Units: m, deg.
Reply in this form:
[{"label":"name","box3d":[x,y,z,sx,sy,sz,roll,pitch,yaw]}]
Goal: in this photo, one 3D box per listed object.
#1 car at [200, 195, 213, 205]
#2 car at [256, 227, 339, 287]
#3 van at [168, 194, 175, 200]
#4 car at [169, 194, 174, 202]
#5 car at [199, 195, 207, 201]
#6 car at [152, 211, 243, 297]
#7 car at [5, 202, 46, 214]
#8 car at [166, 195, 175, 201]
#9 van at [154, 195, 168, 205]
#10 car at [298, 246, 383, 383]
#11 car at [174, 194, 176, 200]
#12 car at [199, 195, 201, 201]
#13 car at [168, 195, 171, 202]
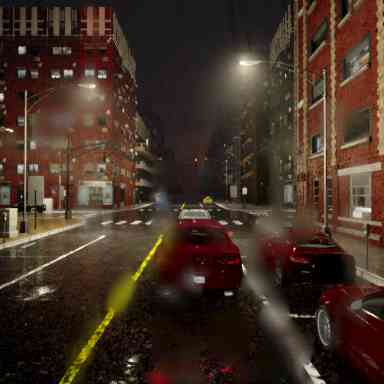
[{"label":"car","box3d":[2.789,1.543,58.391,1.752,1.417,4.829,1,0,0]},{"label":"car","box3d":[2.851,1.584,8.967,1.802,1.307,4.206,1,0,0]},{"label":"van","box3d":[-5.537,1.376,92.186,1.690,1.788,3.998,1,0,0]},{"label":"car","box3d":[-5.566,1.607,75.229,1.802,1.307,4.206,1,0,0]},{"label":"car","box3d":[2.831,1.597,86.482,1.947,1.339,4.313,1,0,0]},{"label":"car","box3d":[0.111,1.480,8.649,1.882,1.535,5.008,0,0,0]},{"label":"car","box3d":[-18.655,1.730,37.382,4.313,1.339,1.947,0,-1,0]},{"label":"car","box3d":[-5.549,1.582,86.534,2.008,1.369,4.403,1,0,0]},{"label":"van","box3d":[-5.588,1.359,58.273,1.690,1.788,3.998,1,0,0]},{"label":"car","box3d":[2.672,1.583,3.311,1.802,1.307,4.206,1,0,0]},{"label":"car","box3d":[-5.557,1.553,80.712,1.752,1.417,4.829,1,0,0]},{"label":"car","box3d":[2.823,1.572,80.831,1.887,1.381,4.507,1,0,0]},{"label":"car","box3d":[-5.583,1.602,63.925,1.802,1.307,4.206,1,0,0]}]
